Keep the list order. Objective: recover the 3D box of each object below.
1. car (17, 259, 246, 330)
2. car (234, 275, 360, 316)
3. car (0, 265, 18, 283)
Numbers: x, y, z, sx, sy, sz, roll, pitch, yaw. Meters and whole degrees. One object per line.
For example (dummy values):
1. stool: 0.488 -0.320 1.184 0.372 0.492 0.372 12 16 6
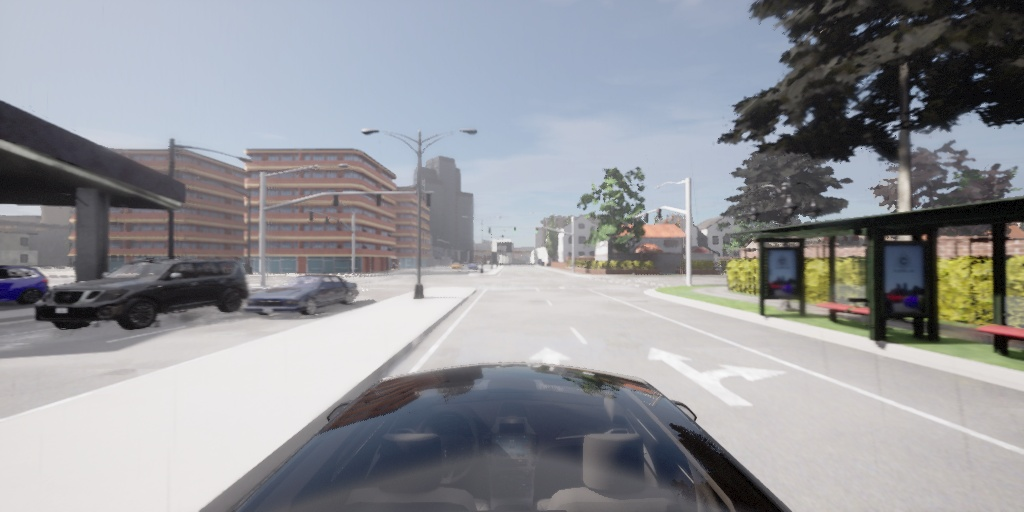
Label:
1. car: -11.577 1.107 12.014 2.150 2.045 5.566 0 -1 1
2. car: -8.038 1.463 14.486 2.033 1.411 5.357 0 -1 0
3. car: -51.521 1.766 36.910 4.181 1.385 1.994 0 -1 -1
